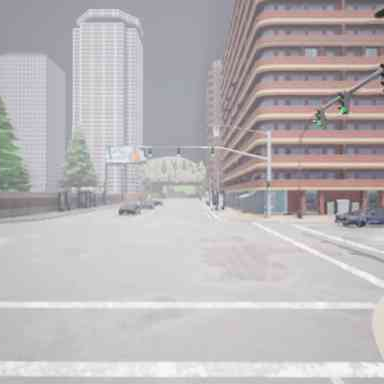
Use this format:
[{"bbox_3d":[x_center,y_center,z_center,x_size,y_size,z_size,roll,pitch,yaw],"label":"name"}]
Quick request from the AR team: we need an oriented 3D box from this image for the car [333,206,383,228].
[{"bbox_3d":[12.596,1.687,22.821,5.357,1.411,2.033,0,0,-10],"label":"car"}]

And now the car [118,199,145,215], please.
[{"bbox_3d":[-7.076,1.874,38.225,2.033,1.411,5.357,0,0,0],"label":"car"}]

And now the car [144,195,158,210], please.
[{"bbox_3d":[-7.057,1.794,51.654,2.097,1.767,4.553,0,-1,0],"label":"car"}]

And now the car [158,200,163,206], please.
[{"bbox_3d":[-6.966,2.173,67.394,1.895,1.301,4.718,0,0,0],"label":"car"}]
